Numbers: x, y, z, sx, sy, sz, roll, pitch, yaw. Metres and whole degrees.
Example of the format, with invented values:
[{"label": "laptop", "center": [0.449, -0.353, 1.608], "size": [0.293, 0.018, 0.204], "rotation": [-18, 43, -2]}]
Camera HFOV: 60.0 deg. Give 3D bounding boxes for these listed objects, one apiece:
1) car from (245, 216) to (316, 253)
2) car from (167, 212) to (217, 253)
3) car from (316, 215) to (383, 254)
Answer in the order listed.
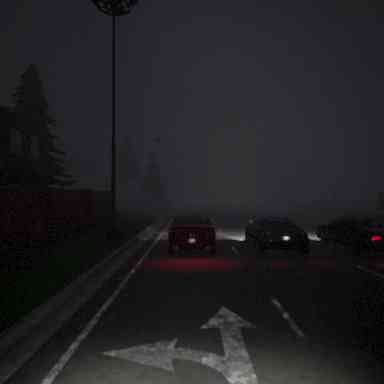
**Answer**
[{"label": "car", "center": [3.503, 1.701, 14.348], "size": [1.994, 1.385, 4.181], "rotation": [0, 0, 0]}, {"label": "car", "center": [0.003, 1.615, 14.511], "size": [1.882, 1.535, 5.008], "rotation": [0, 0, 0]}, {"label": "car", "center": [7.002, 1.680, 14.001], "size": [2.033, 1.411, 5.357], "rotation": [0, -1, 0]}]
